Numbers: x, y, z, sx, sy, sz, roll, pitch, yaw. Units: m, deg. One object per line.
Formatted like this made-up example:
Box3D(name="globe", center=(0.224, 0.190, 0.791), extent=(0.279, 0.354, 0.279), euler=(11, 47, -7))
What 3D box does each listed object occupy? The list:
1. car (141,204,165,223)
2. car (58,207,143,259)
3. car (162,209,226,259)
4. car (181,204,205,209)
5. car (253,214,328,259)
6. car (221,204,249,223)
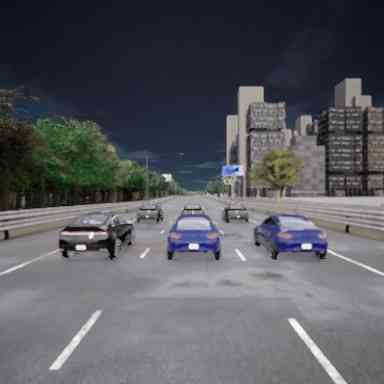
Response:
Box3D(name="car", center=(-3.426, 1.735, 27.992), extent=(2.128, 1.511, 4.902), euler=(0, -1, 0))
Box3D(name="car", center=(-3.430, 1.526, 12.749), extent=(2.128, 1.511, 4.902), euler=(0, 0, 0))
Box3D(name="car", center=(0.070, 1.559, 12.634), extent=(1.812, 1.442, 4.674), euler=(0, -1, 0))
Box3D(name="car", center=(0.074, 1.735, 27.984), extent=(2.128, 1.511, 4.902), euler=(0, -1, 0))
Box3D(name="car", center=(3.571, 1.559, 12.641), extent=(1.812, 1.442, 4.674), euler=(0, -1, 0))
Box3D(name="car", center=(3.573, 1.735, 27.979), extent=(2.128, 1.511, 4.902), euler=(0, -1, 0))
